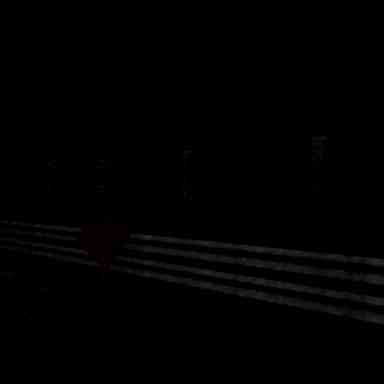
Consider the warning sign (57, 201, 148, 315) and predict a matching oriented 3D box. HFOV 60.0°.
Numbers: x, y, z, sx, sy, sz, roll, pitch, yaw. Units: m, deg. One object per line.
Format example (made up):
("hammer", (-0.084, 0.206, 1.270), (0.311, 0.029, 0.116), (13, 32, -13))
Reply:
("warning sign", (-1.672, 1.116, 6.348), (1.060, 1.860, 1.300), (0, 0, 35))
